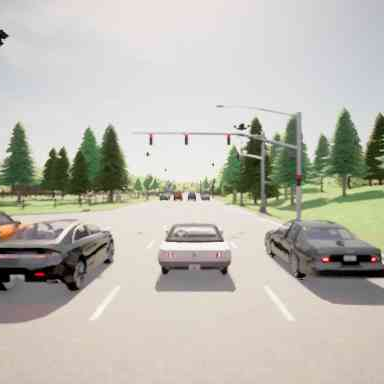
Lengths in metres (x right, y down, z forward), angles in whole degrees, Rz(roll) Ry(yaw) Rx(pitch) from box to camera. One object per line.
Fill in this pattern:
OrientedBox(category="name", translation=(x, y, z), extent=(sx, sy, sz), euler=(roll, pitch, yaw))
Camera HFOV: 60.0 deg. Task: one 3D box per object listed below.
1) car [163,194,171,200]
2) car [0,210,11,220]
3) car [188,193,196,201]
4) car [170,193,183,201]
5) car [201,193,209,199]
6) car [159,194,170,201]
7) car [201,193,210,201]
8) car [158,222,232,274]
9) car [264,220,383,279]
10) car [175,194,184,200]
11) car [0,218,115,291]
OrientedBox(category="car", translation=(-7.006, 1.310, 93.212), extent=(1.837, 1.490, 4.892), euler=(0, 0, 0))
OrientedBox(category="car", translation=(-6.921, 1.351, 10.930), extent=(2.097, 1.767, 4.553), euler=(0, 0, 0))
OrientedBox(category="car", translation=(-0.006, 1.197, 82.823), extent=(2.150, 2.045, 5.566), euler=(0, 0, 0))
OrientedBox(category="car", translation=(-3.506, 1.197, 82.823), extent=(2.150, 2.045, 5.566), euler=(0, 0, 0))
OrientedBox(category="car", translation=(3.494, 1.166, 93.183), extent=(2.097, 1.767, 4.553), euler=(0, 0, 0))
OrientedBox(category="car", translation=(-7.006, 1.328, 83.179), extent=(2.097, 1.767, 4.553), euler=(0, 0, 0))
OrientedBox(category="car", translation=(3.494, 1.497, 82.793), extent=(2.128, 1.511, 4.902), euler=(0, 0, 0))
OrientedBox(category="car", translation=(0.078, 1.598, 10.523), extent=(1.895, 1.301, 4.718), euler=(0, 0, 0))
OrientedBox(category="car", translation=(3.575, 1.545, 10.011), extent=(2.033, 1.411, 5.357), euler=(0, 0, 0))
OrientedBox(category="car", translation=(-3.506, 1.335, 93.213), extent=(2.128, 1.511, 4.902), euler=(0, 0, 0))
OrientedBox(category="car", translation=(-3.430, 1.489, 8.981), extent=(2.128, 1.511, 4.902), euler=(0, 0, 0))
